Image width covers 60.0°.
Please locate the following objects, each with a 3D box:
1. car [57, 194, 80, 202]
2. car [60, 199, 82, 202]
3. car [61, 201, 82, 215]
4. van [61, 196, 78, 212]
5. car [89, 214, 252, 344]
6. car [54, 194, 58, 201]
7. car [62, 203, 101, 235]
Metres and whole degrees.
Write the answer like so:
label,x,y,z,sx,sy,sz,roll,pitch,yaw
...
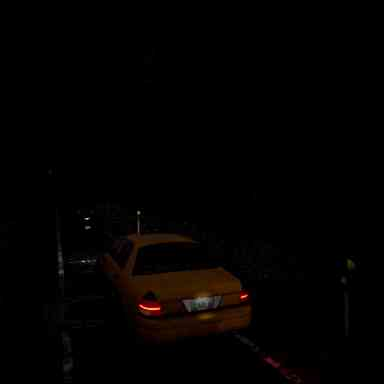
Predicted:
label,x,y,z,sx,sy,sz,roll,pitch,yaw
car,-12.362,1.317,34.062,2.192,1.841,5.009,0,0,-22
car,-10.263,1.567,28.953,1.947,1.339,4.313,0,0,-22
car,-8.163,1.552,23.844,2.008,1.369,4.403,0,0,-22
van,-14.462,1.343,39.171,1.690,1.788,3.998,0,0,-22
car,-0.835,1.457,6.777,1.801,1.575,5.366,0,0,-22
car,-31.408,1.471,79.659,1.967,1.590,4.097,0,0,-24
car,-6.064,1.552,18.735,2.008,1.369,4.403,0,0,-22
